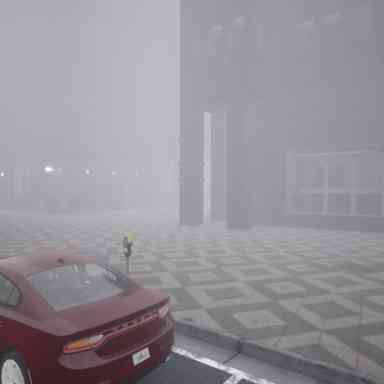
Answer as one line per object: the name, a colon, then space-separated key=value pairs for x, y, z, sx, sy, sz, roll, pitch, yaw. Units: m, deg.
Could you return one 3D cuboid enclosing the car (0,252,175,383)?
car: x=-2.293 y=1.544 z=4.759 sx=4.507 sy=1.381 sz=1.887 roll=0 pitch=0 yaw=37
